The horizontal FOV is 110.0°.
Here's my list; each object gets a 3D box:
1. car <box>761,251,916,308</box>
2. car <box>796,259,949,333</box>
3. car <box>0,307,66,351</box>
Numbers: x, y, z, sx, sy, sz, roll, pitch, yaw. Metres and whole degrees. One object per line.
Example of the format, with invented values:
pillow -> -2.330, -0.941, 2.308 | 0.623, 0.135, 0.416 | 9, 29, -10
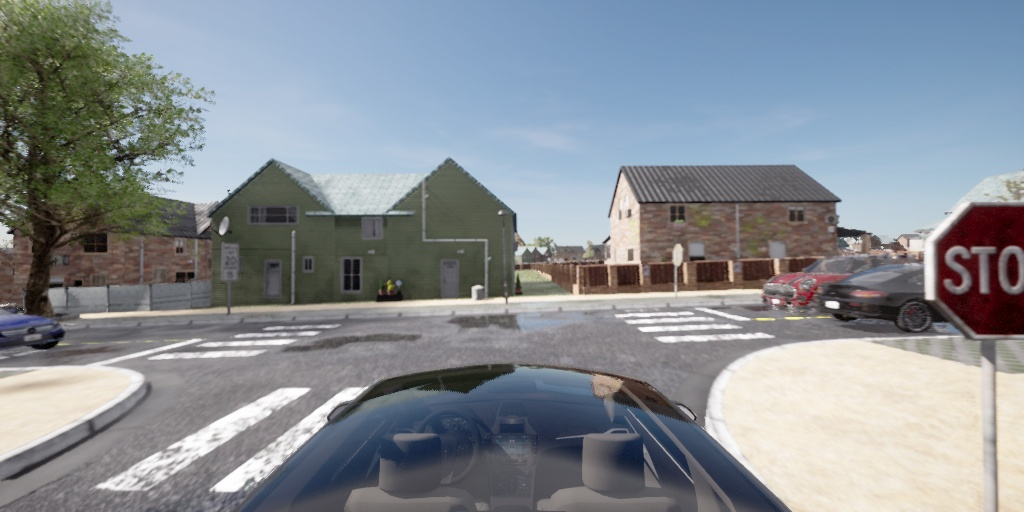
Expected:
car -> 10.601, 0.763, 11.413 | 4.553, 1.767, 2.097 | -2, -1, 0
car -> 9.923, 0.906, 8.516 | 4.674, 1.442, 1.812 | -2, -1, 1
car -> -14.234, 1.859, 8.955 | 4.674, 1.442, 1.812 | -2, -1, 1
